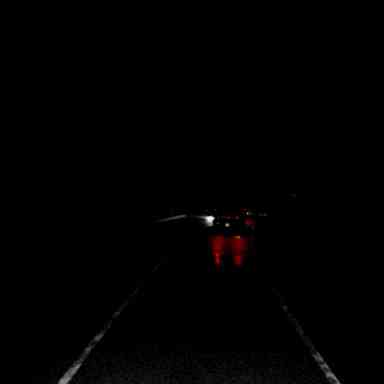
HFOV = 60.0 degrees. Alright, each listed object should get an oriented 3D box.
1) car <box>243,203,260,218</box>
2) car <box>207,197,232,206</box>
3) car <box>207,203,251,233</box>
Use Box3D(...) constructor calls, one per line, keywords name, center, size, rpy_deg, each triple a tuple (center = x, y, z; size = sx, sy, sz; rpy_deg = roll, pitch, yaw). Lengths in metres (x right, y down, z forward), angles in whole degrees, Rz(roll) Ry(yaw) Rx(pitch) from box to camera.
Box3D(name="car", center=(6.382, 1.980, 36.975), size=(1.837, 1.490, 4.892), rpy_deg=(2, 1, 16))
Box3D(name="car", center=(3.352, 1.606, 38.786), size=(2.150, 2.045, 5.566), rpy_deg=(2, 0, 18))
Box3D(name="car", center=(2.494, 1.737, 21.623), size=(2.128, 1.511, 4.902), rpy_deg=(1, -1, 11))
